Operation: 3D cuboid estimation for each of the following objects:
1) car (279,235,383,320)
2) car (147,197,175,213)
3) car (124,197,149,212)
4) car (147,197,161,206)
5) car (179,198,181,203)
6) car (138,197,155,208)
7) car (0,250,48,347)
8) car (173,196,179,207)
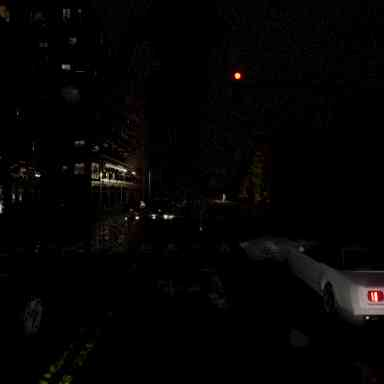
[{"bbox_3d":[3.345,1.600,7.266,1.895,1.301,4.718,0,0,0],"label":"car"},{"bbox_3d":[-3.367,1.552,37.188,2.033,1.411,5.357,0,0,0],"label":"car"},{"bbox_3d":[-6.620,1.553,38.861,2.033,1.411,5.357,0,0,0],"label":"car"},{"bbox_3d":[-6.605,1.578,57.890,1.994,1.385,4.181,0,0,0],"label":"car"},{"bbox_3d":[-3.295,1.588,67.622,1.994,1.385,4.181,0,0,0],"label":"car"},{"bbox_3d":[-6.617,1.488,48.661,1.882,1.535,5.008,0,0,0],"label":"car"},{"bbox_3d":[-3.351,1.491,3.727,2.128,1.511,4.902,0,0,0],"label":"car"},{"bbox_3d":[-3.367,1.489,49.066,1.882,1.535,5.008,0,1,0],"label":"car"}]
